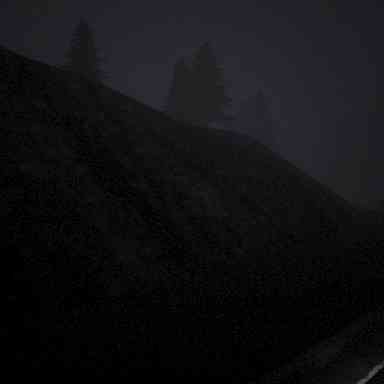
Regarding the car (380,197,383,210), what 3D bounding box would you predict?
[{"bbox_3d":[24.430,1.190,39.700,2.150,2.045,5.566,0,0,13],"label":"car"}]
